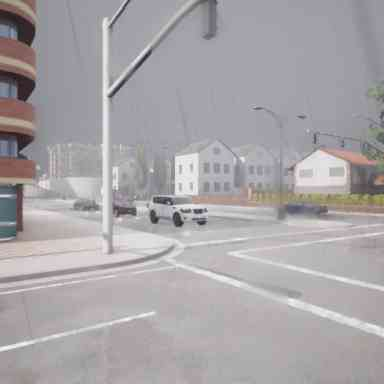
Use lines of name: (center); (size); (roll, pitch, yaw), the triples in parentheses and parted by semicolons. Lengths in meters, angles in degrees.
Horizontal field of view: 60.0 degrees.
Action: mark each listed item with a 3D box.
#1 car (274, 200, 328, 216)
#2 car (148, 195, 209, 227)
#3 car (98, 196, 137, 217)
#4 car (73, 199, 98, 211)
car: (10.716, 1.545, 32.993); (2.033, 1.411, 5.357); (0, 0, -34)
car: (-1.110, 1.221, 23.468); (2.150, 2.045, 5.566); (0, 0, -35)
car: (-7.013, 1.475, 32.010); (1.882, 1.535, 5.008); (0, 0, -34)
car: (-13.053, 1.547, 40.772); (2.033, 1.411, 5.357); (0, 0, -35)
